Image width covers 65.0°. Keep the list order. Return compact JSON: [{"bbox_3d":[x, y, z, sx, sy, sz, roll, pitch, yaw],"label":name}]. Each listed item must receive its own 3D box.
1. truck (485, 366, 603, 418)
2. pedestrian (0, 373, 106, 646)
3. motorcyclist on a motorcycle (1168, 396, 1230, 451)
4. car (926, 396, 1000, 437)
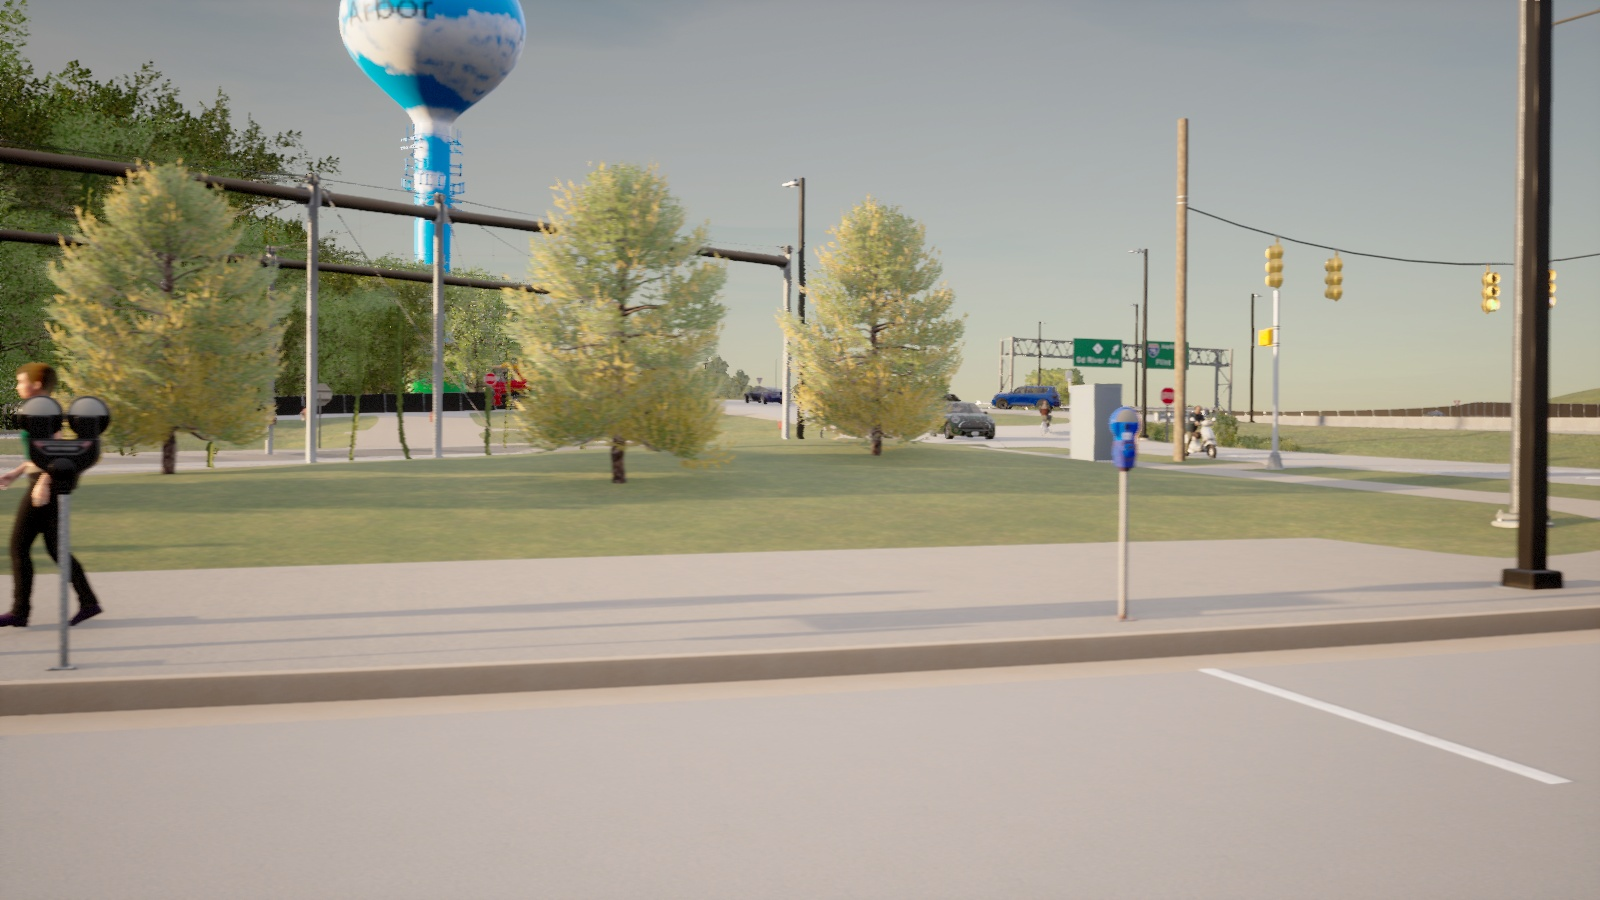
[{"bbox_3d":[-18.858,-4.298,92.646,7.936,3.462,2.891,-4,2,-27],"label":"truck"},{"bbox_3d":[-5.186,0.398,8.683,0.594,1.836,0.345,-1,0,-18],"label":"pedestrian"},{"bbox_3d":[11.959,-0.808,37.731,0.866,1.590,1.817,-1,2,-19],"label":"motorcyclist on a motorcycle"},{"bbox_3d":[7.284,-1.548,56.645,2.097,1.767,4.553,-1,2,-9],"label":"car"}]
